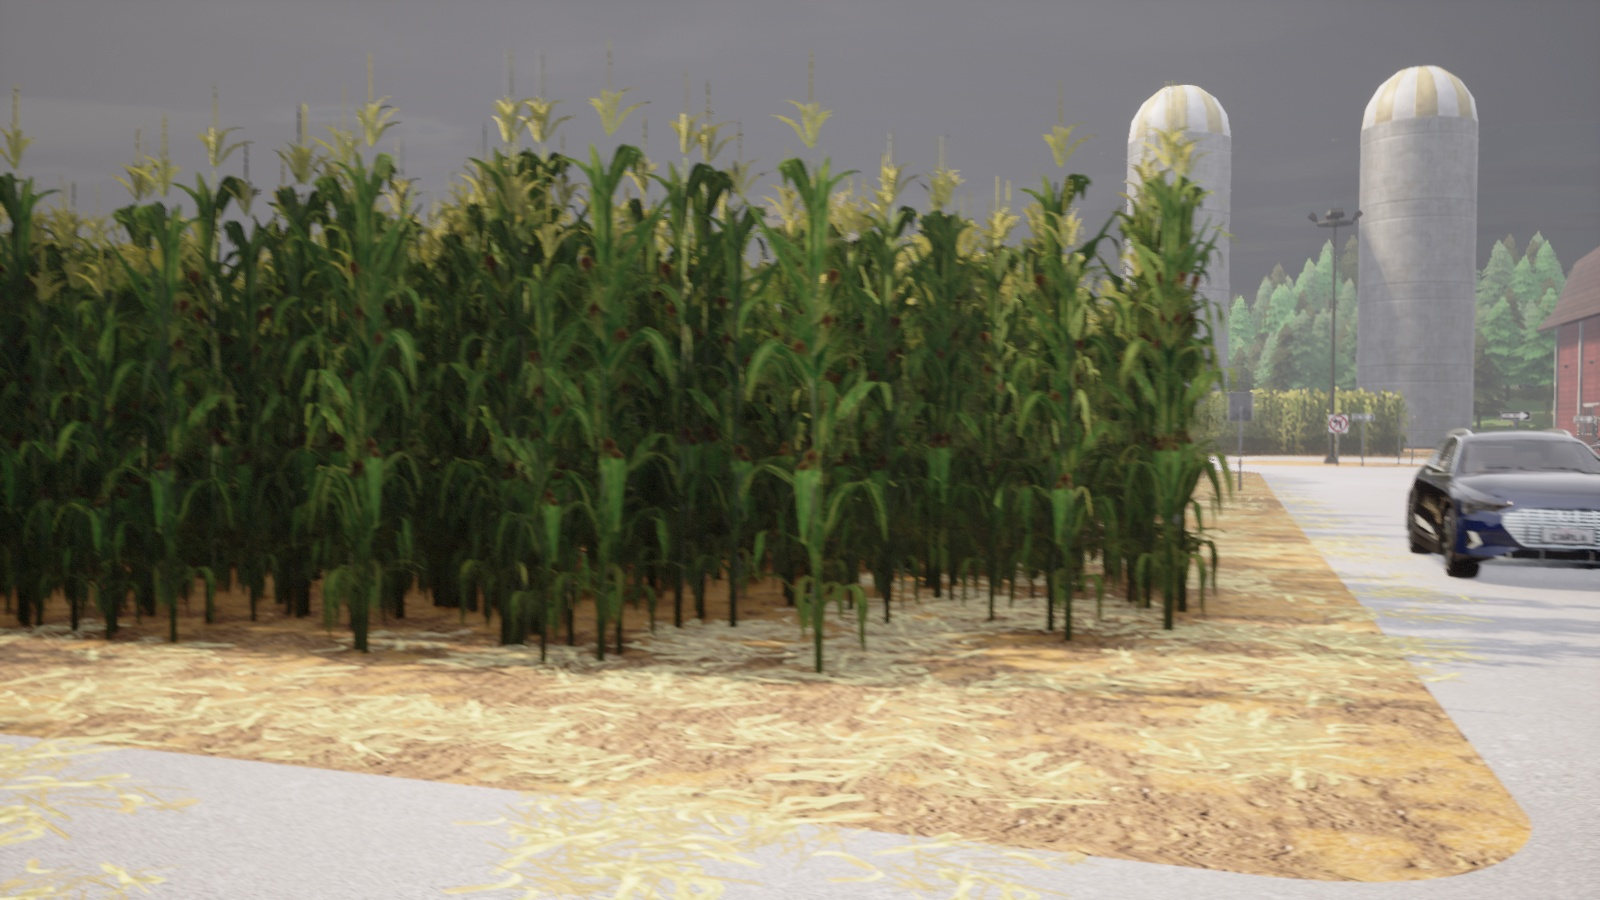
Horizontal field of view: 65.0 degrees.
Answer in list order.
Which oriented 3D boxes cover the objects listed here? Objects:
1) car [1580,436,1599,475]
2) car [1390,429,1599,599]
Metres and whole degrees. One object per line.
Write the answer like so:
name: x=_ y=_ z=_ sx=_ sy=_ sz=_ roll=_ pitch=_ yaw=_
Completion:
car: x=36.322 y=0.264 z=53.791 sx=4.856 sy=1.649 sz=2.033 roll=1 pitch=1 yaw=-11
car: x=8.344 y=0.609 z=14.724 sx=2.033 sy=1.649 sz=4.856 roll=1 pitch=1 yaw=19
